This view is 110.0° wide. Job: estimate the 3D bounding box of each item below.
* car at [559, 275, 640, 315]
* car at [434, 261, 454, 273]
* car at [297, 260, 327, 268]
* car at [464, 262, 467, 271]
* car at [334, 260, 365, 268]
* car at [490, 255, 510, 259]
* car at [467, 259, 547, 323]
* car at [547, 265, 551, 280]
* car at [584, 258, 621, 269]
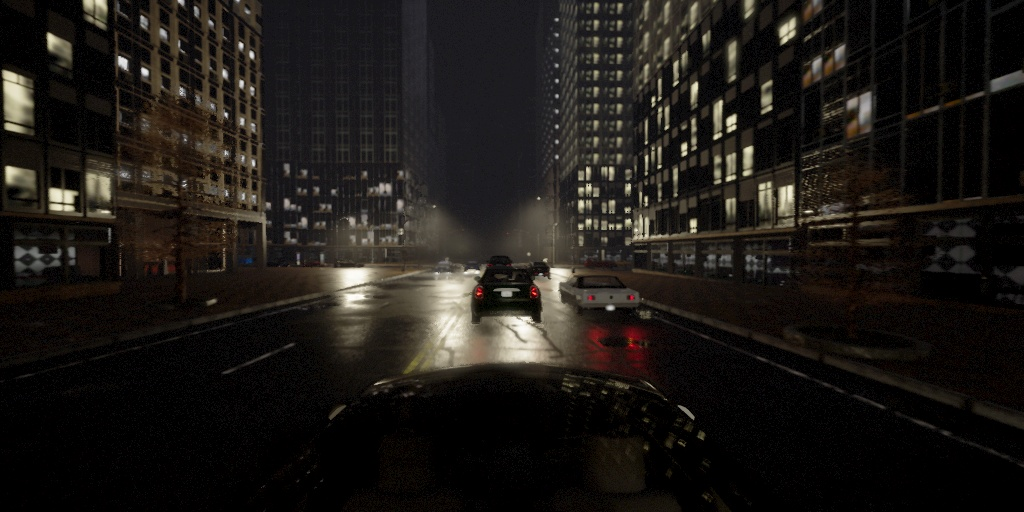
[{"bbox_3d":[2.998,1.339,13.452,1.895,1.301,4.718,0,0,-2],"label":"car"},{"bbox_3d":[-8.311,1.288,44.550,2.033,1.411,5.357,0,0,-2],"label":"car"},{"bbox_3d":[-30.702,1.190,55.062,4.207,1.307,1.802,0,0,-1],"label":"car"},{"bbox_3d":[-5.153,1.294,47.034,1.994,1.385,4.181,0,0,-3],"label":"car"},{"bbox_3d":[-25.018,1.211,55.193,4.313,1.339,1.948,0,0,-1],"label":"car"},{"bbox_3d":[-1.073,0.957,31.673,2.150,2.045,5.566,0,0,-3],"label":"car"},{"bbox_3d":[-0.223,1.099,12.311,2.097,1.767,4.553,0,0,-2],"label":"car"},{"bbox_3d":[2.209,1.232,31.052,1.837,1.490,4.892,0,0,-3],"label":"car"},{"bbox_3d":[13.891,1.204,56.469,5.009,1.841,2.192,0,0,-2],"label":"car"}]
